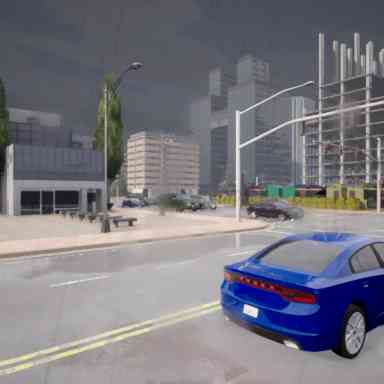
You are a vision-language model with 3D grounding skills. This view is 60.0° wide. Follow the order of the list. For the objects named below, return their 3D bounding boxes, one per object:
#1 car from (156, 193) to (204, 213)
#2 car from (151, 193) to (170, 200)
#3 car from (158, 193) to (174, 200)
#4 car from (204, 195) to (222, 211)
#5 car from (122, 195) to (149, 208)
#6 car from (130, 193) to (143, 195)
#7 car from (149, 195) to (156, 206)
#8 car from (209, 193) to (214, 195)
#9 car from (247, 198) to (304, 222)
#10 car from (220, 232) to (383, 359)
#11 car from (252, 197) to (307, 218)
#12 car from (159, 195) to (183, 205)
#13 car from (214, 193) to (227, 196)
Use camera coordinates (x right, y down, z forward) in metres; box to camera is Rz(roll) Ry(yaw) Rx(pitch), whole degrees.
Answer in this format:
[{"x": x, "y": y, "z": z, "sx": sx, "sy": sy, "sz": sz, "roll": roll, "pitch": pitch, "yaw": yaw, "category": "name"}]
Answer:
[{"x": -1.490, "y": 1.225, "z": 37.795, "sx": 2.150, "sy": 2.045, "sz": 5.566, "roll": 0, "pitch": 0, "yaw": -36, "category": "car"}, {"x": -8.451, "y": 1.153, "z": 89.487, "sx": 4.605, "sy": 1.855, "sz": 1.932, "roll": 0, "pitch": 0, "yaw": -38, "category": "car"}, {"x": -6.728, "y": 1.156, "z": 87.162, "sx": 3.866, "sy": 1.878, "sz": 1.905, "roll": 0, "pitch": 0, "yaw": -38, "category": "car"}, {"x": 1.052, "y": 1.492, "z": 40.251, "sx": 2.128, "sy": 1.511, "sz": 4.902, "roll": 0, "pitch": 0, "yaw": -36, "category": "car"}, {"x": -8.391, "y": 1.525, "z": 47.275, "sx": 1.812, "sy": 1.442, "sz": 4.674, "roll": 0, "pitch": 0, "yaw": -36, "category": "car"}, {"x": -12.121, "y": 1.225, "z": 70.345, "sx": 2.150, "sy": 2.045, "sz": 5.566, "roll": 0, "pitch": 0, "yaw": -36, "category": "car"}, {"x": -6.635, "y": 1.564, "z": 50.787, "sx": 1.994, "sy": 1.385, "sz": 4.181, "roll": 0, "pitch": 0, "yaw": -36, "category": "car"}, {"x": 5.279, "y": 1.156, "z": 71.640, "sx": 3.866, "sy": 1.878, "sz": 1.905, "roll": 0, "pitch": 0, "yaw": -38, "category": "car"}, {"x": 6.610, "y": 1.505, "z": 26.704, "sx": 1.837, "sy": 1.490, "sz": 4.892, "roll": 0, "pitch": 0, "yaw": -36, "category": "car"}, {"x": 2.744, "y": 1.478, "z": 6.100, "sx": 5.008, "sy": 1.535, "sz": 1.882, "roll": 0, "pitch": 0, "yaw": -38, "category": "car"}, {"x": 8.028, "y": 1.352, "z": 30.909, "sx": 2.097, "sy": 1.767, "sz": 4.553, "roll": 0, "pitch": 0, "yaw": -38, "category": "car"}, {"x": -3.792, "y": 1.351, "z": 59.079, "sx": 2.097, "sy": 1.767, "sz": 4.553, "roll": 0, "pitch": 0, "yaw": -35, "category": "car"}, {"x": 7.037, "y": 1.395, "z": 69.339, "sx": 3.806, "sy": 1.475, "sz": 1.970, "roll": 0, "pitch": 0, "yaw": -38, "category": "car"}]
